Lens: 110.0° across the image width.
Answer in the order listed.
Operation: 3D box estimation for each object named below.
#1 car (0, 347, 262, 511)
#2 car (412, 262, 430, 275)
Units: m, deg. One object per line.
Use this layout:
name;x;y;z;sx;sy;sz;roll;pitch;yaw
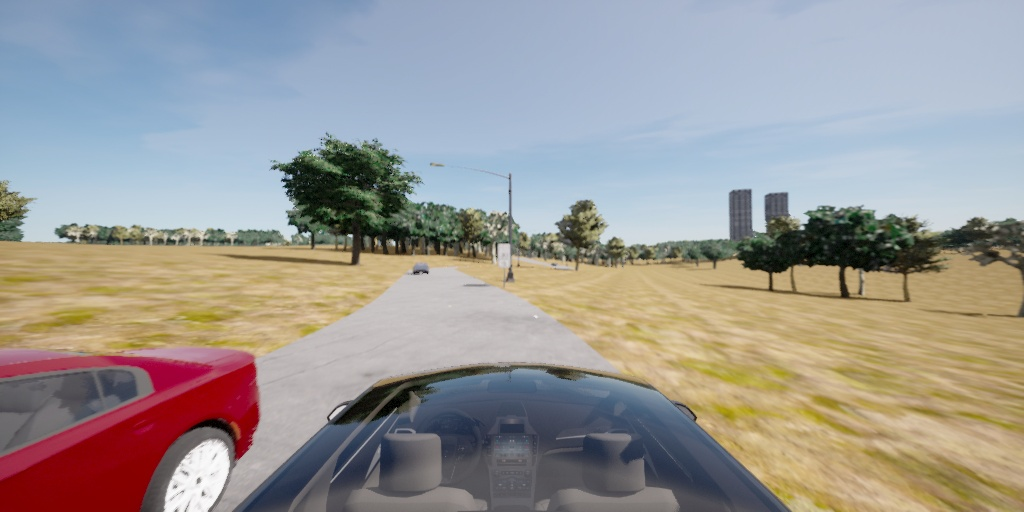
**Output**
car;-3.253;1.242;1.238;1.882;1.535;5.008;0;-1;0
car;-10.548;1.434;41.710;2.033;1.411;5.357;0;0;-14
